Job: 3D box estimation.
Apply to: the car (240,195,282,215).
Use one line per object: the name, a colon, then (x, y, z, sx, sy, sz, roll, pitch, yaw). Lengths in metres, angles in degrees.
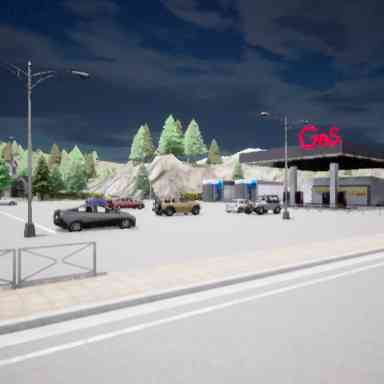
car: (6.944, 1.224, 32.314, 3.866, 1.878, 1.905, 0, 0, -36)

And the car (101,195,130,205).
car: (-14.509, 1.474, 63.177, 5.027, 1.636, 2.152, 0, 0, -36)

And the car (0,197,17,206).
car: (-29.761, 1.525, 52.416, 3.806, 1.475, 1.970, 0, 0, -36)

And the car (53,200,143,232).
car: (-5.454, 1.443, 18.923, 4.514, 1.523, 2.007, 0, 0, -36)

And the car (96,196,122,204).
car: (-16.380, 1.483, 65.696, 4.514, 1.523, 2.007, 0, 0, -36)

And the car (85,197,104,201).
car: (-13.839, 1.463, 49.079, 3.633, 1.501, 1.845, 0, 0, -36)

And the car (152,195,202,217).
car: (-1.365, 1.243, 30.399, 4.605, 1.855, 1.932, 0, 0, -36)

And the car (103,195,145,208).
car: (-8.048, 1.443, 40.935, 4.514, 1.523, 2.007, 0, 0, -36)

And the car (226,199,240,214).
car: (5.502, 1.508, 35.372, 3.806, 1.475, 1.970, 0, 0, -36)
